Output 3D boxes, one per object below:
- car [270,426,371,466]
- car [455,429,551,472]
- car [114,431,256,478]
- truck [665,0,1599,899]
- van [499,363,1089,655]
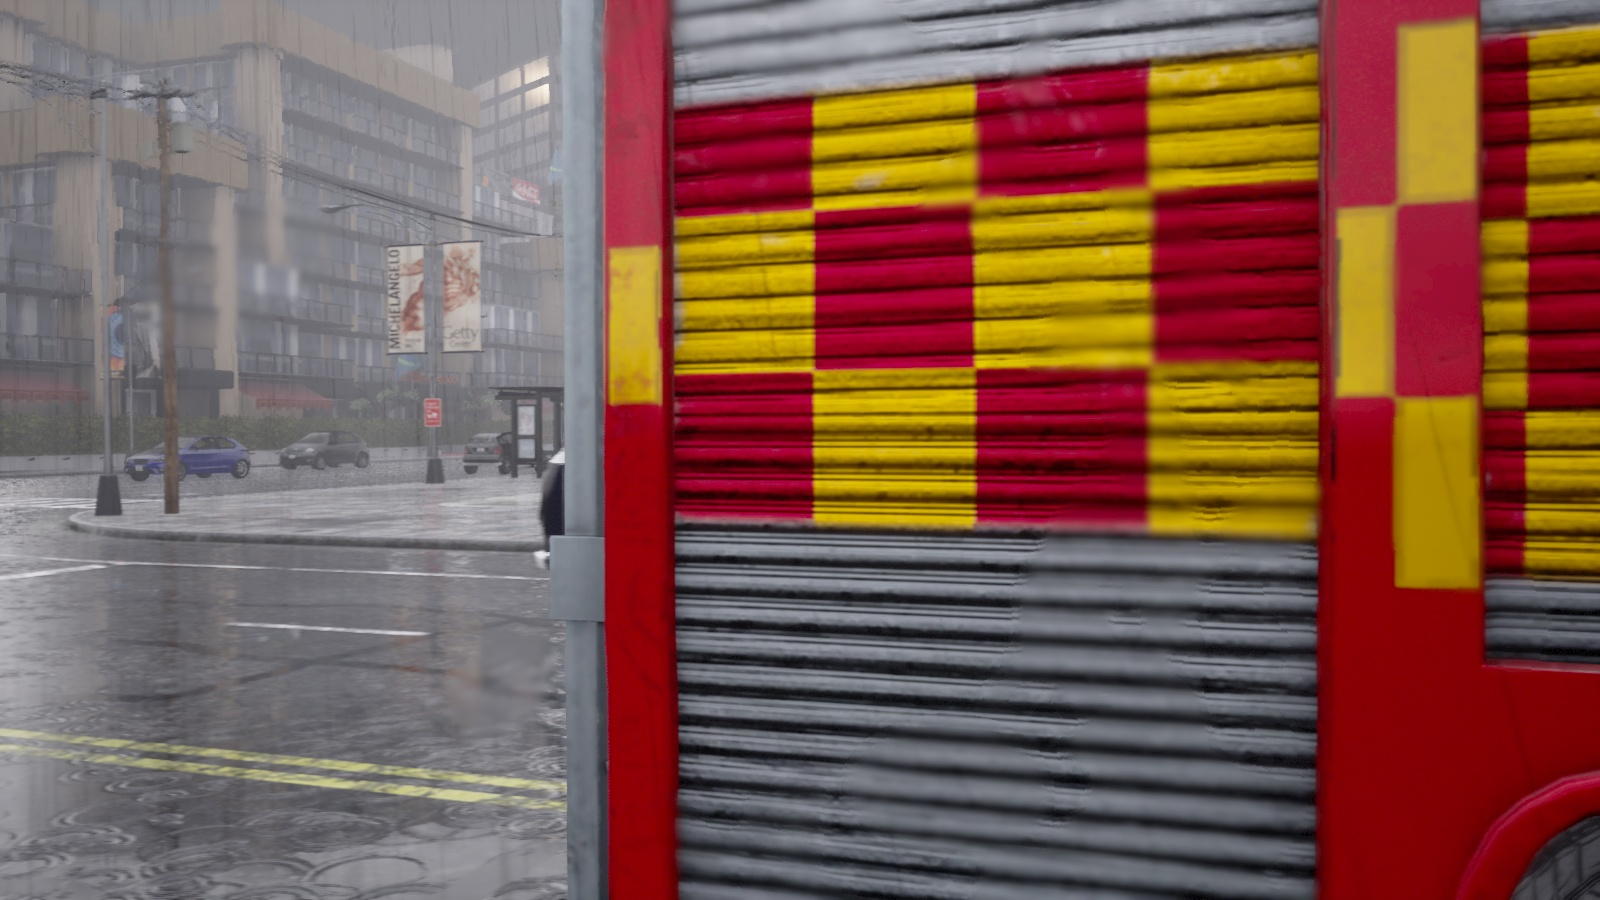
[{"bbox_3d":[-20.121,-0.199,52.872,1.851,1.617,3.988,1,1,18],"label":"car"},{"bbox_3d":[-11.031,0.005,46.889,1.789,1.549,3.705,1,0,18],"label":"car"},{"bbox_3d":[-20.192,0.100,41.427,1.816,1.474,4.193,1,1,18],"label":"car"},{"bbox_3d":[4.292,-0.350,1.732,8.468,3.827,2.891,1,1,19],"label":"truck"},{"bbox_3d":[-0.002,0.382,10.491,4.480,2.038,2.069,1,1,20],"label":"van"}]
